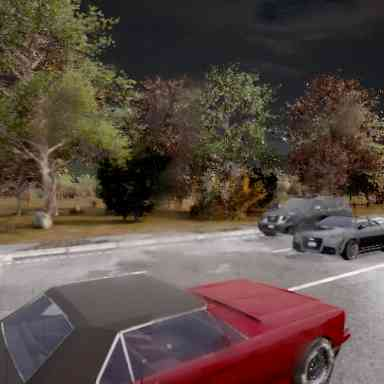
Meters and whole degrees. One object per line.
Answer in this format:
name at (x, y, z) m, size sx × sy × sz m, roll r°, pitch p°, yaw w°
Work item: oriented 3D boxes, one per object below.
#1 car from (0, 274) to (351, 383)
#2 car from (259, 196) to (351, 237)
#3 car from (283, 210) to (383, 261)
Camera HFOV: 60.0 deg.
car at (-0.382, 1.602, 3.486) m, size 4.718 × 1.301 × 1.895 m, roll 0°, pitch 0°, yaw -36°
car at (5.884, 1.228, 16.841) m, size 5.566 × 2.045 × 2.150 m, roll 0°, pitch 0°, yaw -35°
car at (5.657, 1.568, 12.359) m, size 4.181 × 1.385 × 1.994 m, roll 0°, pitch 0°, yaw -36°
